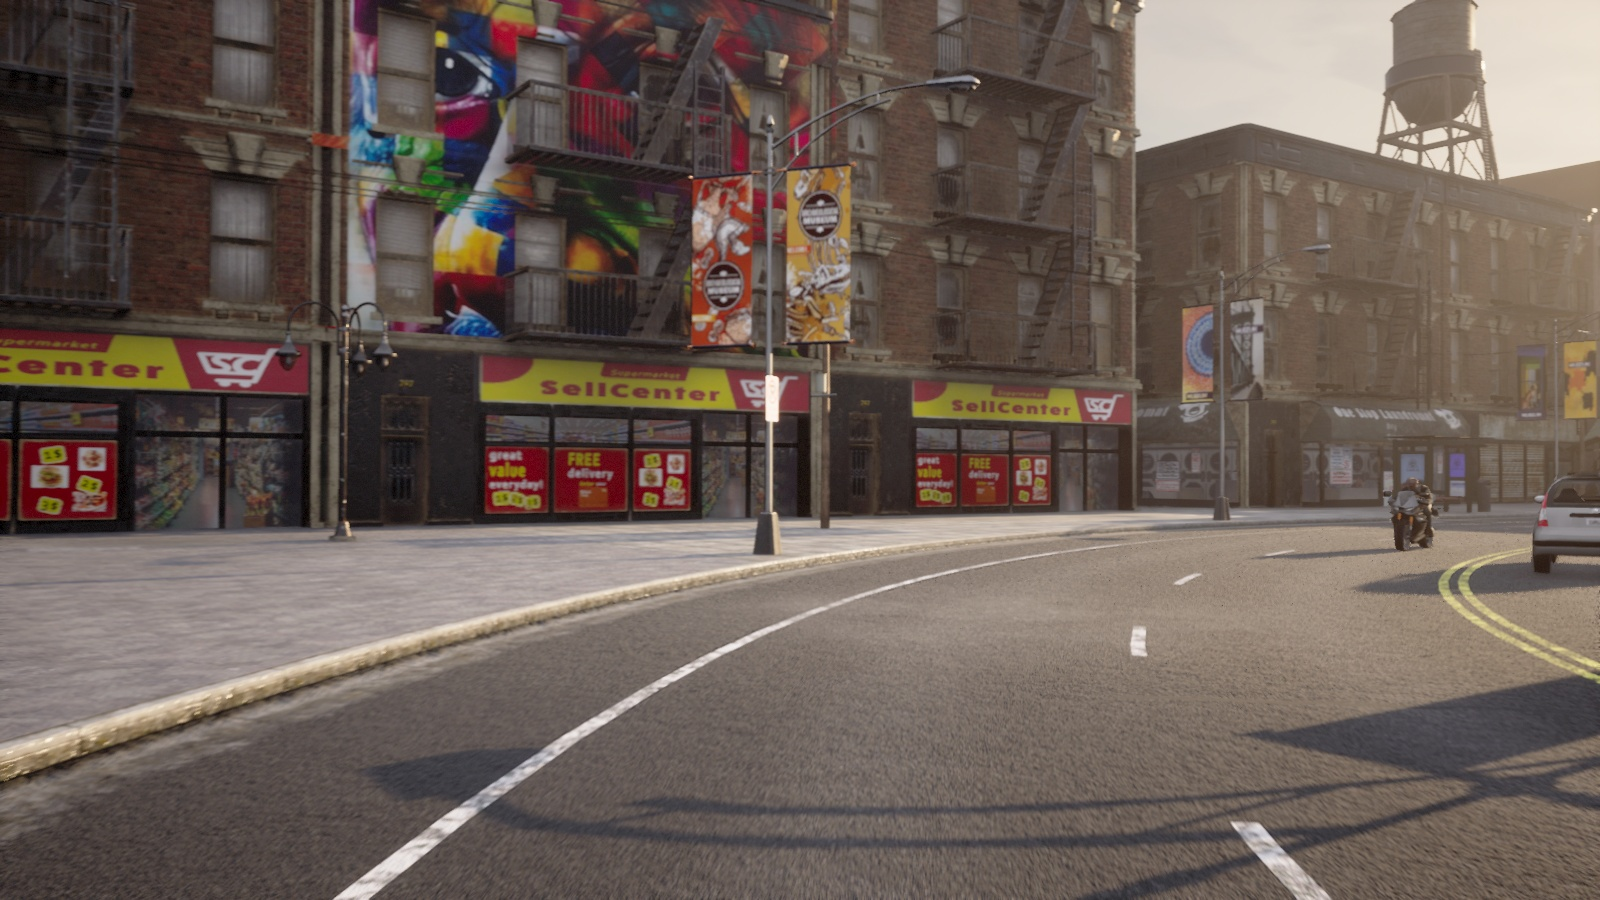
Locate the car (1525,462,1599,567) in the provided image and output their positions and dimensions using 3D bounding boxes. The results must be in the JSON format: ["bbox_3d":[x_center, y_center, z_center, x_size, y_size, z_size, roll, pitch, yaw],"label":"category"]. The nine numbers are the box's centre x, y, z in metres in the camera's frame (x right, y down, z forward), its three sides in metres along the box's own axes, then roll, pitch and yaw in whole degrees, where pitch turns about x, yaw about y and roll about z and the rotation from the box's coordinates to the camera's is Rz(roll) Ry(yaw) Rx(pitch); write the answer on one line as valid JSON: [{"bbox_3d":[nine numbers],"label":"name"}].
[{"bbox_3d":[13.384,1.024,21.084,1.851,1.617,3.988,-1,-1,33],"label":"car"}]

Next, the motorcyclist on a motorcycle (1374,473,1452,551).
[{"bbox_3d":[12.671,1.244,25.918,0.866,1.530,2.191,-1,-1,42],"label":"motorcyclist on a motorcycle"}]
